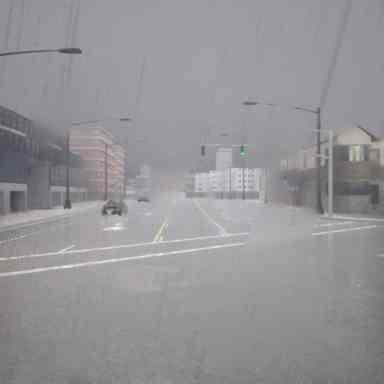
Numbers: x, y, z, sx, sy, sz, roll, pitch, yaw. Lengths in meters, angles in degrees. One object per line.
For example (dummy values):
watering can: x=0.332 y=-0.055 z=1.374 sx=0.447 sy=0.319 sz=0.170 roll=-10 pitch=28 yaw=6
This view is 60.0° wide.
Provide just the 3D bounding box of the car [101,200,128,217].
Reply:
car: x=-7.378 y=1.527 z=31.883 sx=2.128 sy=1.511 sz=4.902 roll=0 pitch=1 yaw=-2

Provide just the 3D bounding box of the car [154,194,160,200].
car: x=-8.986 y=1.281 z=82.709 sx=2.128 sy=1.511 sz=4.902 roll=0 pitch=-1 yaw=-2

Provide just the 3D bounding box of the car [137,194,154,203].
car: x=-8.168 y=1.128 z=56.870 sx=2.033 sy=1.411 sz=5.357 roll=0 pitch=1 yaw=-2
